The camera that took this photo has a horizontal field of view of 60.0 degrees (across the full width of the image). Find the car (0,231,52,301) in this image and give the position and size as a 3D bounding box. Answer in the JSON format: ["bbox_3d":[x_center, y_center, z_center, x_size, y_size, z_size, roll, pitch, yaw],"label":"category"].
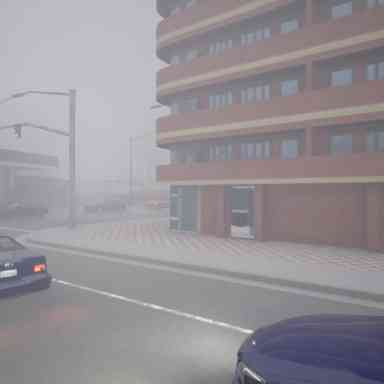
[{"bbox_3d":[-5.342,1.545,7.693,5.357,1.411,2.033,0,0,38],"label":"car"}]

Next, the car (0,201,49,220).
[{"bbox_3d":[-14.438,1.523,27.985,1.812,1.442,4.674,0,0,34],"label":"car"}]

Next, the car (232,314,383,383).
[{"bbox_3d":[2.513,1.536,2.201,4.674,1.442,1.812,0,0,35],"label":"car"}]

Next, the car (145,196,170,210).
[{"bbox_3d":[-4.063,1.389,43.244,2.097,1.767,4.553,0,0,34],"label":"car"}]

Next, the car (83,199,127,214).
[{"bbox_3d":[-9.250,1.494,35.629,1.882,1.535,5.008,0,0,34],"label":"car"}]
